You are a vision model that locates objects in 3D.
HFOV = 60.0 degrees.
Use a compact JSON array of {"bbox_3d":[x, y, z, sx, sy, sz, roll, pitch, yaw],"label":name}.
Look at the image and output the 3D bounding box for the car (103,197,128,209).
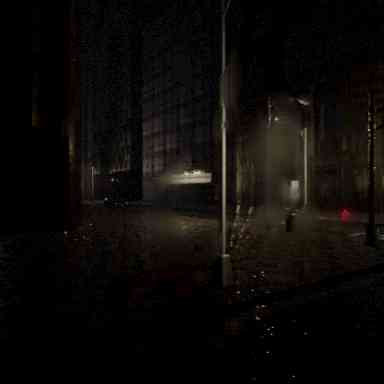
[{"bbox_3d":[-10.263,1.420,44.263,1.837,1.490,4.892,0,0,-35],"label":"car"}]
